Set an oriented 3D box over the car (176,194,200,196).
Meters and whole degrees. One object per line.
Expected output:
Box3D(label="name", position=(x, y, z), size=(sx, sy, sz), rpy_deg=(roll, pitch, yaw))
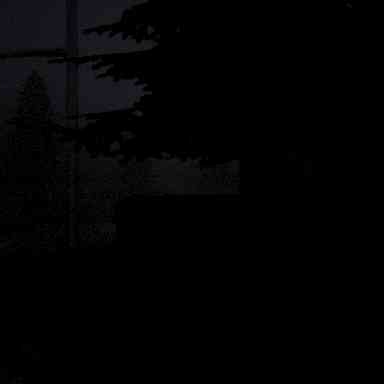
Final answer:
Box3D(label="car", position=(-0.989, 1.192, 27.255), size=(2.150, 2.045, 5.566), rpy_deg=(0, 0, 36))
